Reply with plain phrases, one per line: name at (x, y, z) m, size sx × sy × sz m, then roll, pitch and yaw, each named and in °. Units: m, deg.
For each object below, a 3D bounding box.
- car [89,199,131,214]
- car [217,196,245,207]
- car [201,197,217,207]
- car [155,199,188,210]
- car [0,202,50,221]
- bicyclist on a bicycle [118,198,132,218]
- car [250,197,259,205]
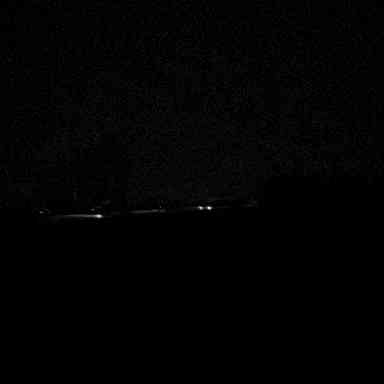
car at (-8.417, 1.496, 34.596) m, size 1.812 × 1.442 × 4.674 m, roll -1°, pitch -1°, yaw 35°
car at (6.238, 1.405, 50.354) m, size 1.882 × 1.535 × 5.008 m, roll -1°, pitch -1°, yaw 36°
car at (3.166, 1.500, 50.948) m, size 1.812 × 1.442 × 4.674 m, roll -1°, pitch -1°, yaw 36°
car at (-2.655, 1.558, 42.752) m, size 1.895 × 1.301 × 4.718 m, roll -1°, pitch -1°, yaw 35°
car at (-14.144, 1.539, 26.418) m, size 2.033 × 1.411 × 5.357 m, roll -1°, pitch -1°, yaw 34°
bicyclist on a bicycle at (-5.675, 1.351, 28.099) m, size 1.656 × 1.620 × 0.582 m, roll 0°, pitch 0°, yaw 35°
car at (11.933, 1.477, 58.536) m, size 2.128 × 1.511 × 4.902 m, roll -1°, pitch -1°, yaw 35°
